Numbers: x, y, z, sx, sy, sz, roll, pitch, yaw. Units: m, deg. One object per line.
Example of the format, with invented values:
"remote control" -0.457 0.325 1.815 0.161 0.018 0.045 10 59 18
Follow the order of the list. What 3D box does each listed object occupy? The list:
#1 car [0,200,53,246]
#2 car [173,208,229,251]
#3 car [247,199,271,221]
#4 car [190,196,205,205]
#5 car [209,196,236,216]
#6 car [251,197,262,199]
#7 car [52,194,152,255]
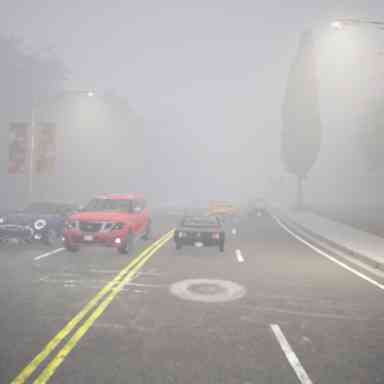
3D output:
"car" -6.219 1.165 14.196 2.097 1.767 4.553 1 0 5
"car" 0.445 1.581 14.122 1.895 1.301 4.718 1 0 5
"car" 5.690 1.590 28.177 1.812 1.442 4.674 1 0 11
"car" 0.946 1.471 56.473 1.812 1.442 4.674 1 0 11
"car" 3.182 1.483 32.377 1.882 1.535 5.008 1 0 10
"car" 7.988 1.455 41.081 2.097 1.767 4.553 1 0 12
"car" -3.075 1.115 13.342 2.150 2.045 5.566 1 0 5
